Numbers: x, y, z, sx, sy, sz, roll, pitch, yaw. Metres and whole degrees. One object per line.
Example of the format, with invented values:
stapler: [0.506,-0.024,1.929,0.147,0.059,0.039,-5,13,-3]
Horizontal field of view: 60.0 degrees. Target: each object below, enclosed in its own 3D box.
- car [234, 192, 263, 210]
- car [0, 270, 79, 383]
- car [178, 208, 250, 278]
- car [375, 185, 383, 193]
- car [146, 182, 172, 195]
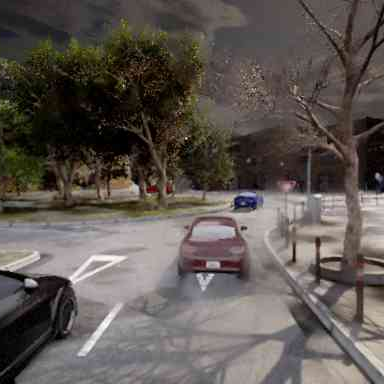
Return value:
car: [5.136,0.695,29.791,1.882,1.535,5.008,1,3,22]
car: [-2.939,1.557,3.921,1.994,1.385,4.181,0,0,2]
car: [0.682,1.458,9.911,1.812,1.442,4.674,0,1,5]
car: [33.473,-0.733,56.528,2.185,1.767,4.553,-1,3,-17]
car: [-5.708,-0.588,53.724,5.566,2.045,2.150,1,2,25]
